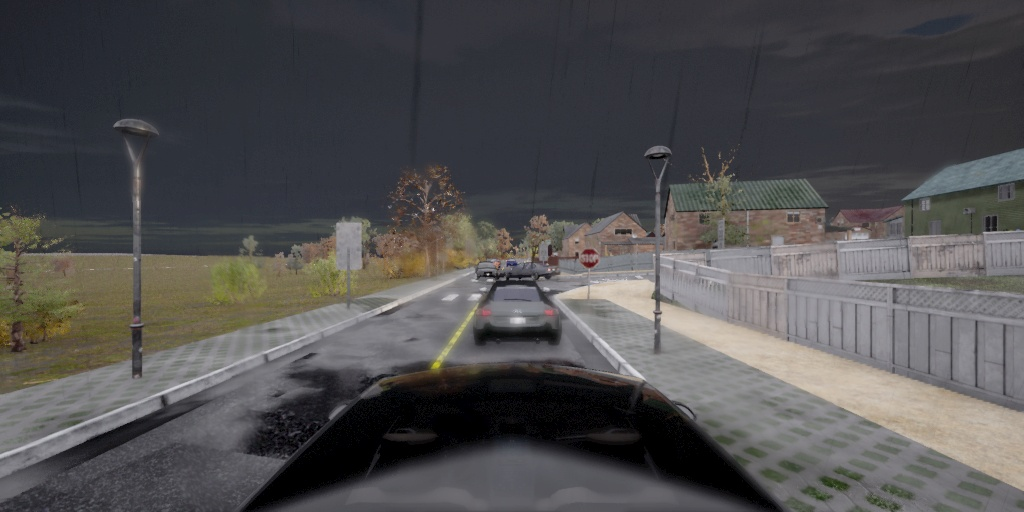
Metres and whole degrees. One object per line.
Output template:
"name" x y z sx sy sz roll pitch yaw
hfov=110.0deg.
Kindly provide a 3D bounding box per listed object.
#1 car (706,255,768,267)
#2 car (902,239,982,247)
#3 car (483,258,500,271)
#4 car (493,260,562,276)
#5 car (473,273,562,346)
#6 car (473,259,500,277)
"car" 14.370 0.413 22.855 4.181 1.385 1.994 -3 0 16
"car" 23.873 -0.208 20.441 4.902 1.511 2.128 -3 0 14
"car" -2.887 1.121 51.194 2.097 1.767 4.553 0 0 1
"car" 1.315 1.198 28.468 5.357 1.411 2.033 -4 -3 43
"car" 0.096 1.313 9.453 1.994 1.385 4.181 0 0 -1
"car" -2.274 1.258 31.377 1.837 1.490 4.892 0 0 -8
